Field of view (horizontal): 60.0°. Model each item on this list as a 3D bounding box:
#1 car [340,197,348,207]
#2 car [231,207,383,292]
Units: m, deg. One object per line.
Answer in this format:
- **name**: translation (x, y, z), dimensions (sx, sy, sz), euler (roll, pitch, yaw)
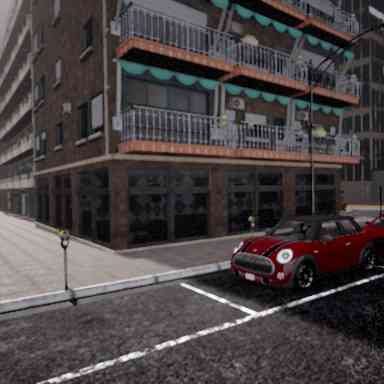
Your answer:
- **car**: translation (16.690, 1.351, 40.748), dimensions (1.967, 1.590, 4.097), euler (-3, 1, -36)
- **car**: translation (2.925, 1.362, 8.654), dimensions (4.097, 1.590, 1.967), euler (-1, 0, -35)
